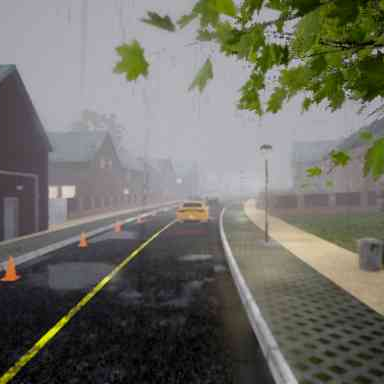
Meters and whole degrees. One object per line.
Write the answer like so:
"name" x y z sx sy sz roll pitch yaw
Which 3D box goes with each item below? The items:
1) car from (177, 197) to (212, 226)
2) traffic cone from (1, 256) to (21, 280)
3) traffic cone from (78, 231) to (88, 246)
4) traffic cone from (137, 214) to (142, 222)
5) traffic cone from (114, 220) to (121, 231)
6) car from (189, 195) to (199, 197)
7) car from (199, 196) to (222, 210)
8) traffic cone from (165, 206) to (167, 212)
"car" 0.144 1.337 22.148 1.882 1.535 5.008 0 -1 4
"traffic cone" -4.631 1.924 8.511 0.340 0.580 0.340 0 0 2
"traffic cone" -4.445 1.891 13.560 0.340 0.580 0.340 0 0 3
"traffic cone" -3.760 1.821 23.638 0.340 0.580 0.340 0 0 5
"traffic cone" -4.155 1.858 18.602 0.340 0.580 0.340 0 0 4
"car" 0.314 1.177 39.281 2.128 1.511 4.902 0 1 7
"car" 2.228 1.190 37.373 2.128 1.511 4.902 0 1 -1
"traffic cone" -2.657 1.723 33.678 0.340 0.580 0.340 0 1 7
